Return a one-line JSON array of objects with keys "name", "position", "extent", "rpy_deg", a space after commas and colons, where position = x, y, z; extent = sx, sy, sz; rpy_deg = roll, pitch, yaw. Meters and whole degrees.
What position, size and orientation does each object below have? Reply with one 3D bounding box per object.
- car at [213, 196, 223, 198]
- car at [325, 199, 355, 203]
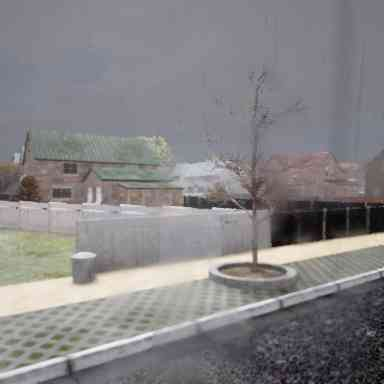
[{"name": "car", "position": [3.628, 1.224, 42.375], "extent": [1.812, 1.442, 4.674], "rpy_deg": [0, 1, -34]}, {"name": "car", "position": [12.974, 1.361, 28.646], "extent": [2.128, 1.511, 4.902], "rpy_deg": [0, 1, -34]}]
